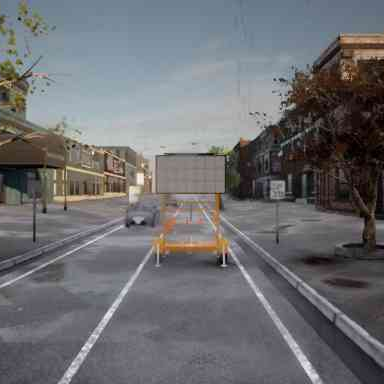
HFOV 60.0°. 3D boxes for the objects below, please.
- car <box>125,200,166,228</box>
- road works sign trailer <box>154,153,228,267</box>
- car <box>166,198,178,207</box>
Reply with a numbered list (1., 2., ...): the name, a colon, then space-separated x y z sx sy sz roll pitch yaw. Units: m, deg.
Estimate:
1. car: -3.174 1.495 22.029 2.128 1.511 4.902 0 0 0
2. road works sign trailer: -0.037 0.466 11.431 2.380 3.560 2.880 0 0 0
3. car: -3.171 1.572 50.663 1.895 1.301 4.718 0 0 0
